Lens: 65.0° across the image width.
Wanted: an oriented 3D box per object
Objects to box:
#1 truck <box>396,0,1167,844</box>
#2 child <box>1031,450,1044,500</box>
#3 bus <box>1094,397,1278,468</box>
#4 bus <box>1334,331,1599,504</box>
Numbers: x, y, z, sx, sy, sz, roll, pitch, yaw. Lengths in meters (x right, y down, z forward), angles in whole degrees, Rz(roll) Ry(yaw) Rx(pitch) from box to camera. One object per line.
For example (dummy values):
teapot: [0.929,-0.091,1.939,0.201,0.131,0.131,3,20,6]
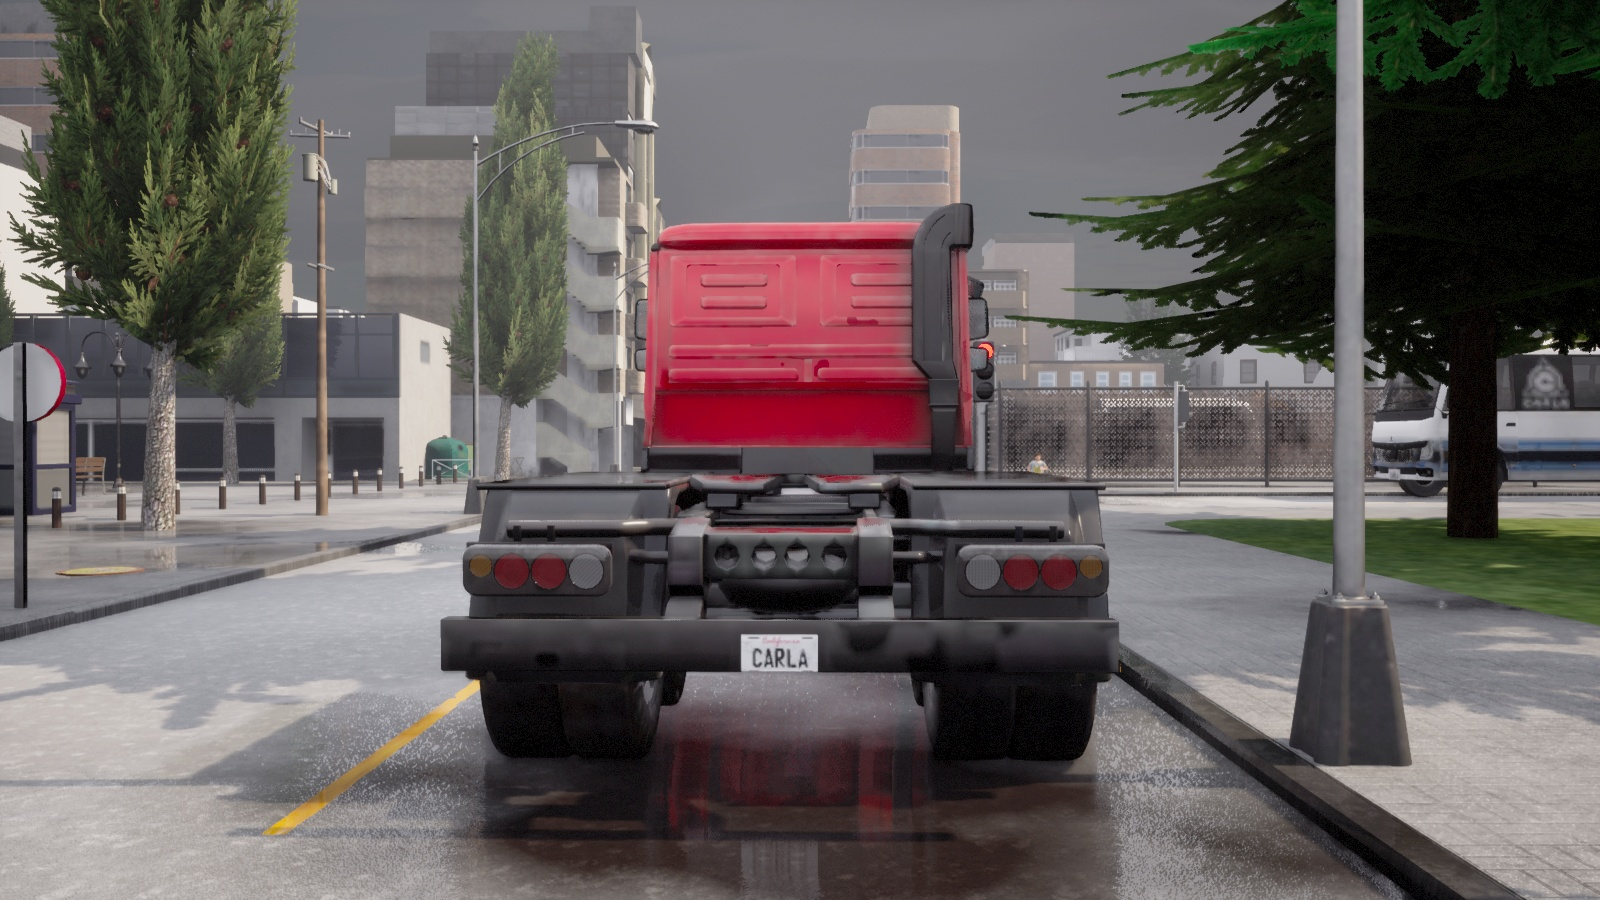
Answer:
truck: [0.020,-0.284,8.679,2.891,3.462,7.936,0,0,1]
child: [6.052,0.621,31.999,0.270,1.263,0.437,0,0,0]
bus: [23.860,-1.052,78.208,10.273,4.253,3.944,0,0,2]
bus: [19.984,-0.800,32.951,10.273,4.253,3.944,0,0,-1]
